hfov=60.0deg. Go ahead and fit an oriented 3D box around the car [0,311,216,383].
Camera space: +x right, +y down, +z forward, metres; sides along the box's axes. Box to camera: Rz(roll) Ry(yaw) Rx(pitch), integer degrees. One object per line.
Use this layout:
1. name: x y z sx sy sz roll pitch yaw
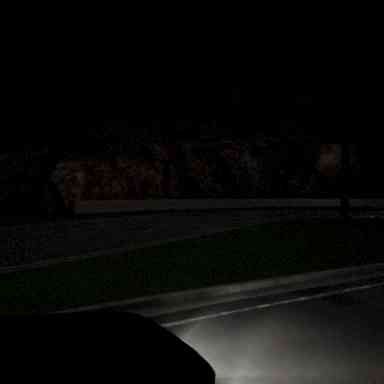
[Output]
1. car: -2.333 1.528 2.072 5.357 1.411 2.033 0 0 -35
